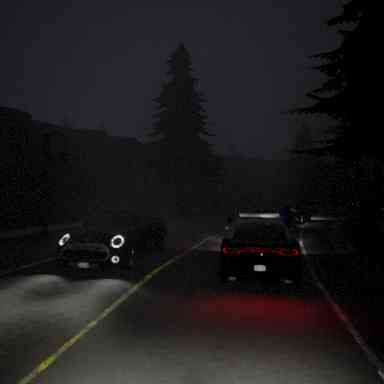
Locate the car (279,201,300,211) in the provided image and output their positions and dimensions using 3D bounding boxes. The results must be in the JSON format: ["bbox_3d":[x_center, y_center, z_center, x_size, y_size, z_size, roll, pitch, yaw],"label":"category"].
[{"bbox_3d":[4.627,1.375,18.396,1.882,1.535,5.008,0,0,23],"label":"car"}]

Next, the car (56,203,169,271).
[{"bbox_3d":[-2.316,1.291,10.792,2.097,1.767,4.553,0,0,13],"label":"car"}]

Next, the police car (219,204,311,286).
[{"bbox_3d":[1.915,1.372,9.497,1.930,1.638,5.238,0,0,11],"label":"police car"}]

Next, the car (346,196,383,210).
[{"bbox_3d":[19.904,1.347,38.882,4.181,1.385,1.994,0,0,-34],"label":"car"}]

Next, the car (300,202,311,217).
[{"bbox_3d":[7.126,1.375,23.468,1.837,1.490,4.892,0,0,30],"label":"car"}]
